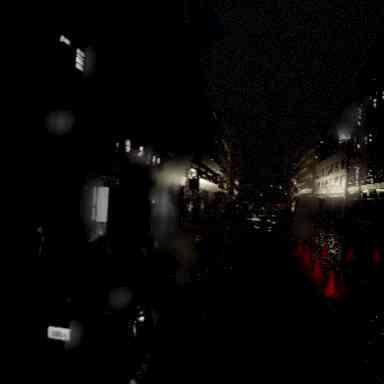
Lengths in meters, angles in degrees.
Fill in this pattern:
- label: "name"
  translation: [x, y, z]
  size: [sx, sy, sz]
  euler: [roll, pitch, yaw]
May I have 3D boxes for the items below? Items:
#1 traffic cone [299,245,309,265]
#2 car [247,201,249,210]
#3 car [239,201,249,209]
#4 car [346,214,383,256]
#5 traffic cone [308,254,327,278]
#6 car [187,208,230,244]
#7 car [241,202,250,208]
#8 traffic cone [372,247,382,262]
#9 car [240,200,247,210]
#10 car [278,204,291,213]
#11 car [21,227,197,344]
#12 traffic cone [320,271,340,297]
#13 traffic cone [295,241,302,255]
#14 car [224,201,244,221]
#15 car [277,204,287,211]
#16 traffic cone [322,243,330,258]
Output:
- label: "traffic cone"
  translation: [4.198, 2.319, 12.115]
  size: [0.340, 0.580, 0.340]
  euler: [3, -1, 11]
- label: "car"
  translation: [10.439, 2.606, 67.451]
  size: [2.192, 1.841, 5.009]
  euler: [3, -1, 11]
- label: "car"
  translation: [11.501, 2.848, 72.981]
  size: [1.967, 1.590, 4.097]
  euler: [3, -1, 11]
- label: "car"
  translation: [9.029, 1.987, 16.054]
  size: [2.192, 1.841, 5.009]
  euler: [3, -1, 11]
- label: "traffic cone"
  translation: [3.819, 2.277, 10.153]
  size: [0.340, 0.580, 0.340]
  euler: [3, -1, 11]
- label: "car"
  translation: [0.770, 1.757, 17.486]
  size: [1.752, 1.417, 4.829]
  euler: [3, -1, 11]
- label: "car"
  translation: [12.565, 3.069, 78.514]
  size: [1.887, 1.381, 4.507]
  euler: [3, -1, 11]
- label: "traffic cone"
  translation: [7.519, 2.518, 13.507]
  size: [0.340, 0.580, 0.340]
  euler: [3, -1, 11]
- label: "car"
  translation: [5.092, 2.021, 39.787]
  size: [2.192, 1.841, 5.009]
  euler: [3, -1, 11]
- label: "car"
  translation: [18.674, 3.256, 66.014]
  size: [1.752, 1.417, 4.829]
  euler: [3, -1, 11]
- label: "car"
  translation: [-1.340, 1.564, 6.586]
  size: [1.947, 1.339, 4.313]
  euler: [3, -1, 11]
- label: "traffic cone"
  translation: [3.439, 2.235, 8.190]
  size: [0.340, 0.580, 0.340]
  euler: [3, -1, 11]
- label: "traffic cone"
  translation: [4.578, 2.361, 14.078]
  size: [0.340, 0.580, 0.340]
  euler: [3, -1, 11]
- label: "car"
  translation: [4.015, 2.029, 34.253]
  size: [1.967, 1.590, 4.097]
  euler: [3, -1, 11]
- label: "car"
  translation: [20.779, 3.505, 76.912]
  size: [1.887, 1.381, 4.507]
  euler: [3, -1, 11]
- label: "traffic cone"
  translation: [5.558, 2.413, 13.889]
  size: [0.340, 0.580, 0.340]
  euler: [3, -1, 11]
